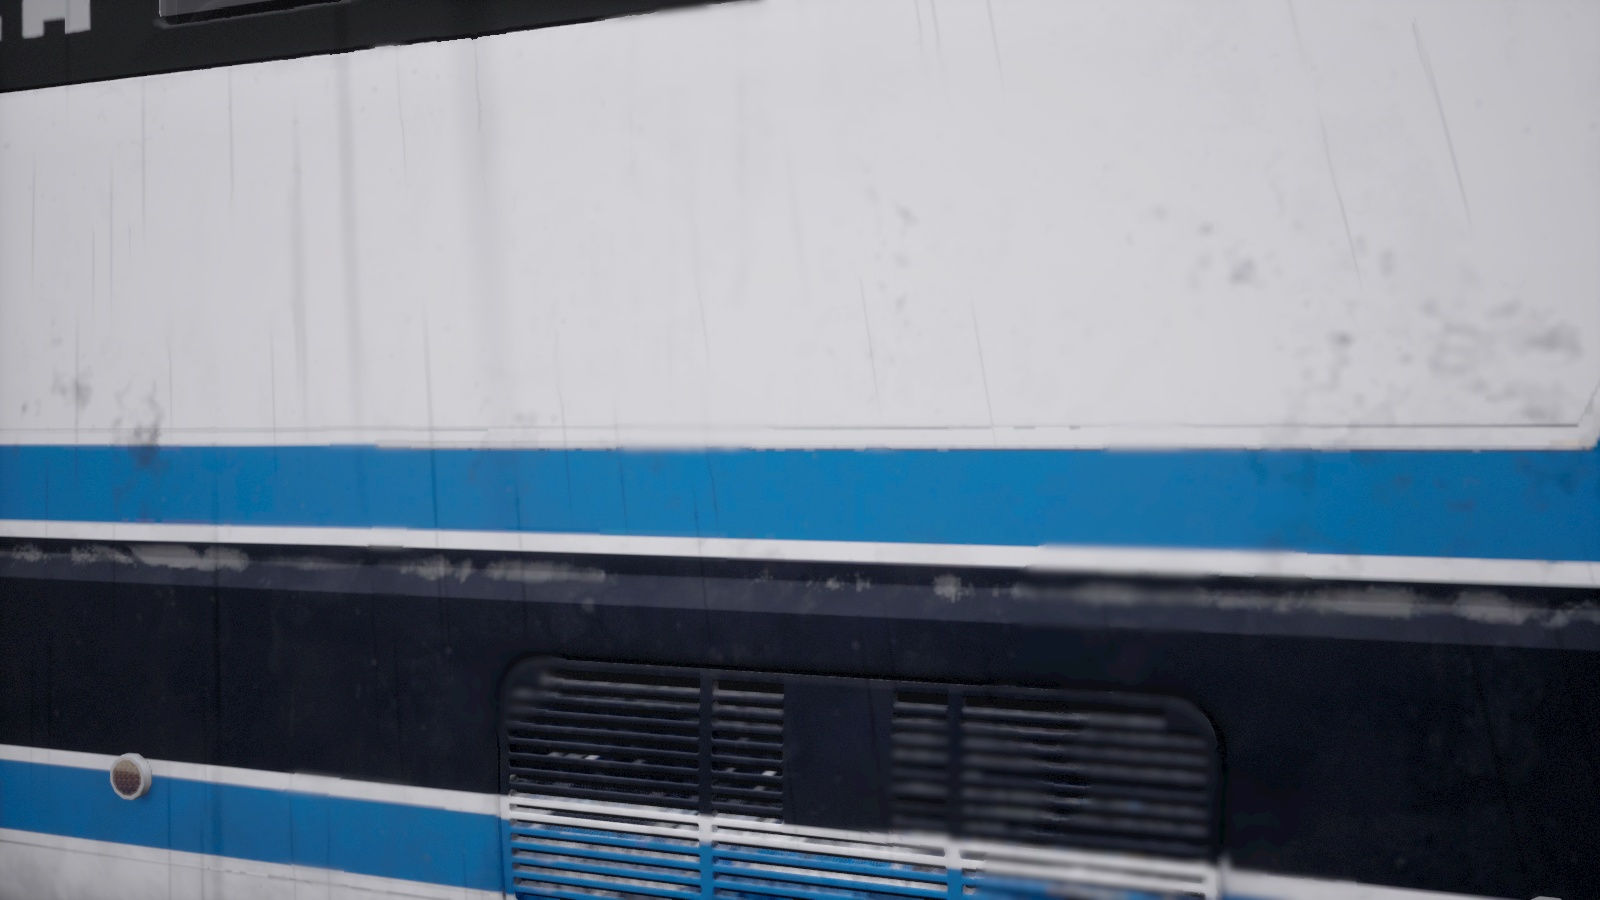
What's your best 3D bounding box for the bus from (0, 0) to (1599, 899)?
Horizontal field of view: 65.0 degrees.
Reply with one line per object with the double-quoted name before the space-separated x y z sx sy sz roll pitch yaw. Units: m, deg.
"bus" -0.127 -0.610 3.748 10.273 4.253 3.944 1 1 19
